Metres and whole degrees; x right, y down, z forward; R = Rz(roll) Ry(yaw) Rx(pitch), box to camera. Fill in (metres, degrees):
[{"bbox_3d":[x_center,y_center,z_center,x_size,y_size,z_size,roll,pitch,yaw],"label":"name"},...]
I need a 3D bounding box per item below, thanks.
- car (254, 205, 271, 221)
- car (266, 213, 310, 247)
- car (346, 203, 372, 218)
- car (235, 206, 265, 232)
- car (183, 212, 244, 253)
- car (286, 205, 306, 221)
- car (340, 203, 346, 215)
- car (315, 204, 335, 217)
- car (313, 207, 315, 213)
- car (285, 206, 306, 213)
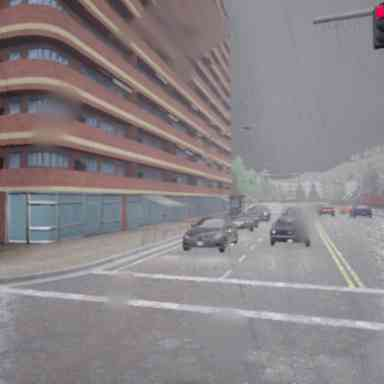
[{"bbox_3d":[6.935,2.118,34.079,2.097,1.767,4.553,-1,-1,18],"label":"car"},{"bbox_3d":[5.174,1.981,17.370,1.895,1.301,4.718,-1,-1,18],"label":"car"},{"bbox_3d":[19.883,2.258,39.329,1.882,1.535,5.008,-1,-1,18],"label":"car"},{"bbox_3d":[3.900,2.060,24.769,2.128,1.511,4.902,-1,-1,18],"label":"car"},{"bbox_3d":[1.051,1.908,15.965,1.812,1.442,4.674,-1,-1,18],"label":"car"},{"bbox_3d":[11.530,2.271,36.851,1.882,1.535,5.008,-1,-1,18],"label":"car"},{"bbox_3d":[22.720,2.319,48.103,2.097,1.767,4.553,-1,-1,18],"label":"car"},{"bbox_3d":[17.305,2.393,42.857,1.837,1.490,4.892,-1,-1,18],"label":"car"},{"bbox_3d":[20.221,2.630,51.995,2.033,1.411,5.357,-1,-1,12],"label":"car"},{"bbox_3d":[8.309,2.076,27.006,2.128,1.511,4.902,-1,-1,18],"label":"car"}]
